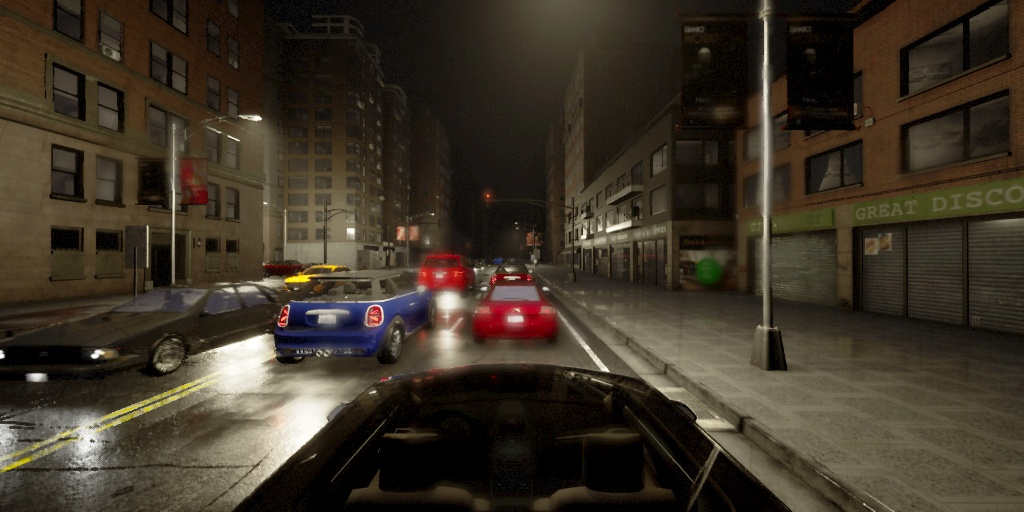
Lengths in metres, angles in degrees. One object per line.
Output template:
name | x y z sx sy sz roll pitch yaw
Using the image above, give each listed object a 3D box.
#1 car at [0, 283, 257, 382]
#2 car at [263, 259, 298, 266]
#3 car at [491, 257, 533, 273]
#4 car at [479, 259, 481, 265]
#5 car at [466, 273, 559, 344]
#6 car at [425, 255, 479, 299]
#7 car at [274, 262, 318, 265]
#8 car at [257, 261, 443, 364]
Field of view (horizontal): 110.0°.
car | -6.601 1.298 7.637 2.033 1.411 5.357 0 0 0
car | -20.793 1.102 33.570 4.553 1.767 2.097 0 0 2
car | 0.000 1.104 18.251 2.097 1.767 4.553 0 0 0
car | -6.585 1.279 59.057 1.837 1.490 4.892 0 0 0
car | 0.092 1.315 9.633 1.994 1.385 4.181 0 0 0
car | -3.150 0.974 18.288 2.150 2.045 5.566 0 0 0
car | -9.851 1.230 18.904 1.882 1.535 5.008 0 0 0
car | -3.147 1.102 8.249 2.097 1.767 4.553 0 0 0
